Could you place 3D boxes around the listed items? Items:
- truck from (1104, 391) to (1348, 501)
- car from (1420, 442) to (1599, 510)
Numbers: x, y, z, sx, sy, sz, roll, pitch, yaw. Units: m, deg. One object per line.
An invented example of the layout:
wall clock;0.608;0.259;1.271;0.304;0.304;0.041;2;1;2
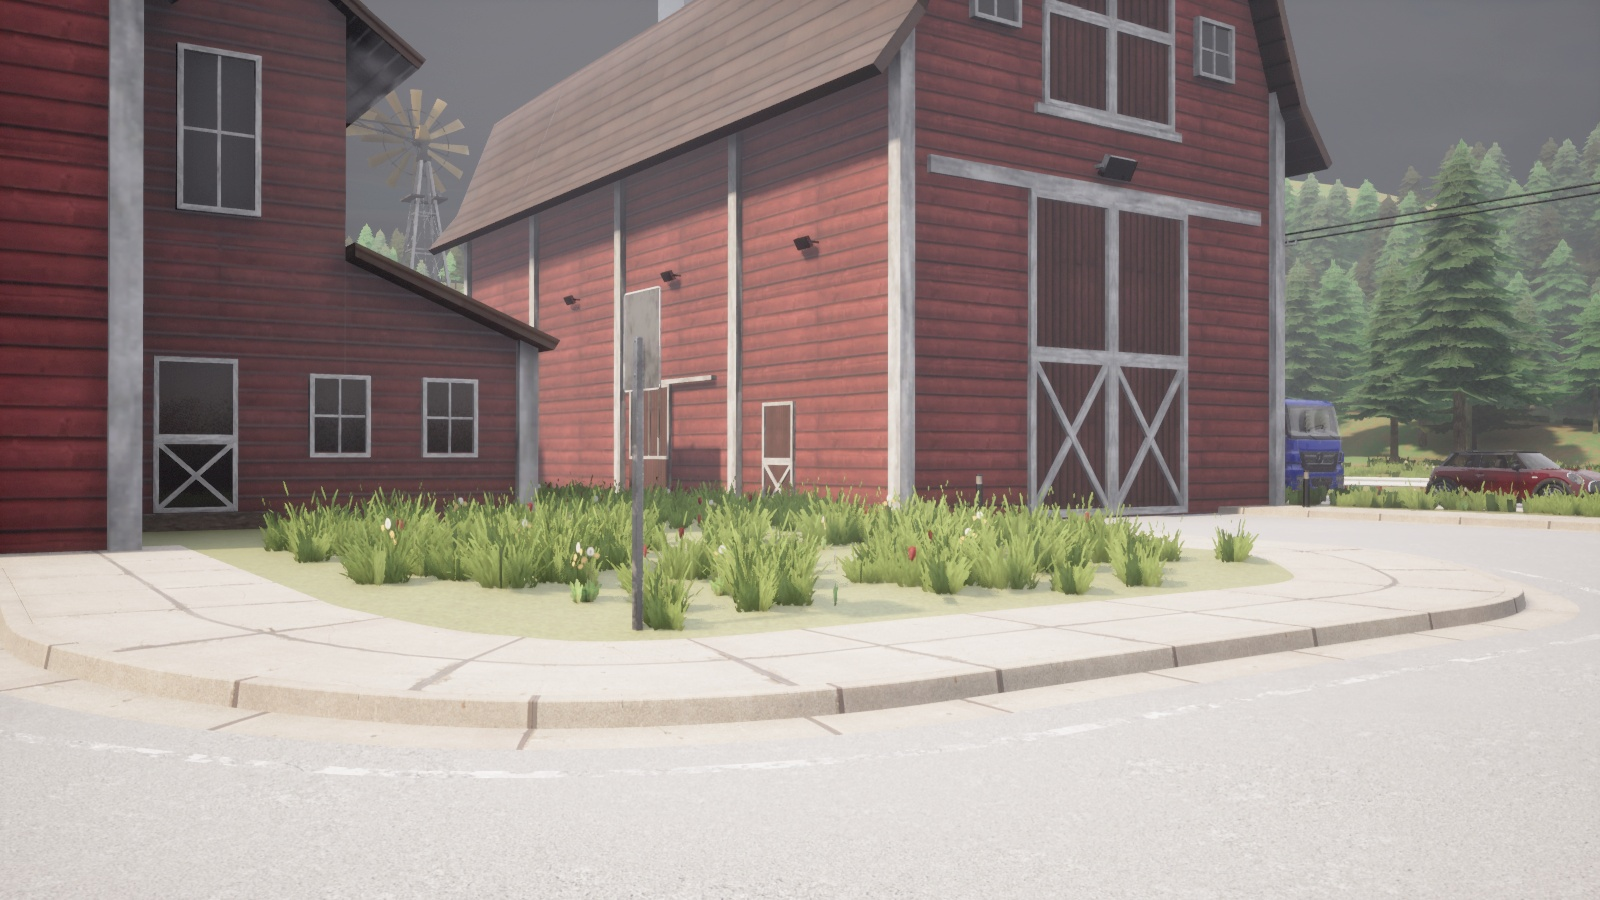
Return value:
truck;14.570;-0.108;43.665;2.891;3.462;7.936;0;0;-34
car;20.188;0.691;35.237;2.097;1.767;4.553;0;0;-34
